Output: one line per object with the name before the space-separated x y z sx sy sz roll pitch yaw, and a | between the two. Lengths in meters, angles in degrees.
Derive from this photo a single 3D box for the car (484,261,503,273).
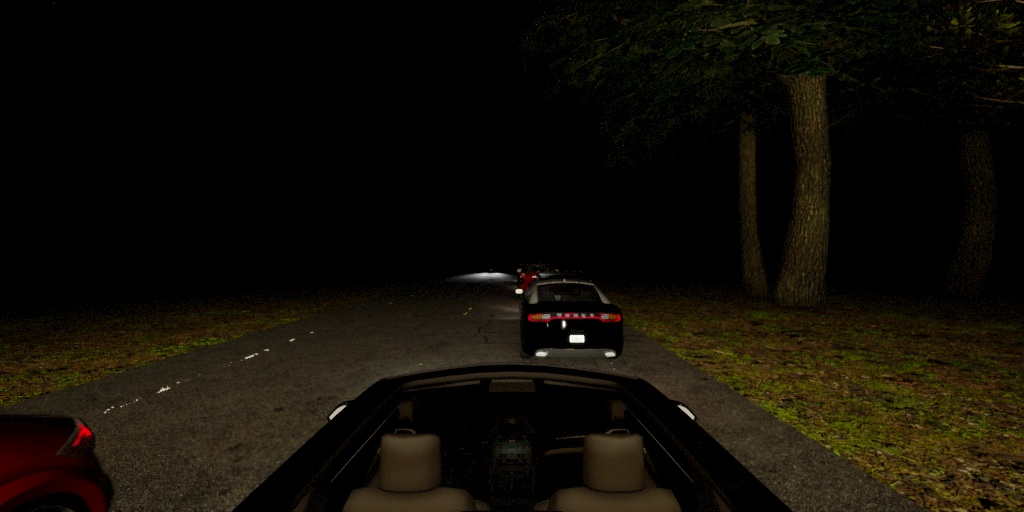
car | -2.207 1.288 42.813 1.895 1.301 4.718 0 0 4

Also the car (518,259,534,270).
car | 2.017 1.225 50.941 2.033 1.411 5.357 0 0 4

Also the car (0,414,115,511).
car | -3.579 1.315 0.529 1.994 1.385 4.181 0 0 0

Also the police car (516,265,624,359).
police car | 1.119 1.169 8.549 1.930 1.638 5.238 0 0 1

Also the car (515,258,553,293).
car | 1.329 1.082 18.370 2.097 1.767 4.553 0 0 2
